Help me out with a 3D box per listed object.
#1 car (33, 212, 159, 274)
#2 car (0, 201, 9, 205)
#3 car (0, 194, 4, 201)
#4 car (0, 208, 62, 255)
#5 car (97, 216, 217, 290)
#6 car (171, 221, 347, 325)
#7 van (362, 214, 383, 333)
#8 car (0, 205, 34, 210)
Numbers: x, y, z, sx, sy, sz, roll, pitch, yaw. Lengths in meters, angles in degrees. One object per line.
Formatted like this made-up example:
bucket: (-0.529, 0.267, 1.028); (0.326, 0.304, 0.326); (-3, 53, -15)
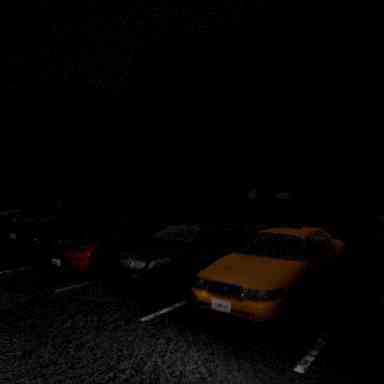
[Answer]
car: (-2.209, 1.487, 10.889); (2.163, 1.488, 4.792); (0, 0, 38)
car: (-10.824, 1.420, 17.809); (2.163, 1.488, 4.792); (0, 0, 41)
car: (-14.969, 1.118, 21.370); (2.435, 2.045, 5.566); (0, 0, 42)
car: (-4.327, 1.473, 12.610); (2.163, 1.488, 4.792); (0, 0, 39)
car: (-0.017, 1.510, 9.260); (2.002, 1.452, 4.674); (0, 0, 37)
car: (2.059, 1.476, 7.477); (1.946, 1.575, 5.366); (0, 0, 37)
van: (4.446, 1.263, 6.110); (1.878, 1.987, 4.442); (0, 0, 36)
car: (-6.488, 1.429, 14.282); (2.231, 1.521, 4.892); (0, 0, 39)
